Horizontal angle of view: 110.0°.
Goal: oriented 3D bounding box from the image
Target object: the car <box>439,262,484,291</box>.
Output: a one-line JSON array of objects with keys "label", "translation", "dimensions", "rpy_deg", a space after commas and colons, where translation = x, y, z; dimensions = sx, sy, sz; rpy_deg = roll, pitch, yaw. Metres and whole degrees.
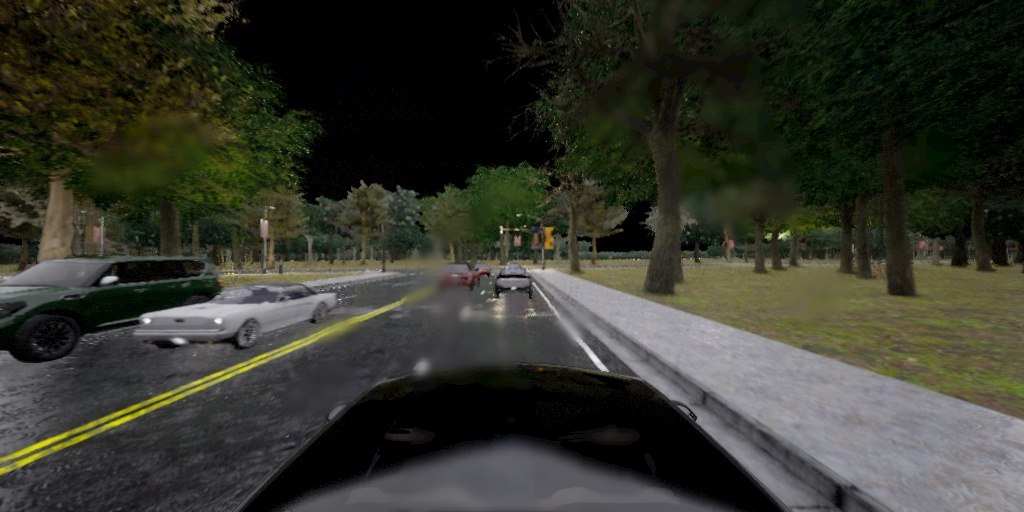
[{"label": "car", "translation": [-3.170, 1.166, 22.586], "dimensions": [2.097, 1.767, 4.553], "rpy_deg": [0, 0, 0]}]

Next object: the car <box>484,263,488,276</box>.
[{"label": "car", "translation": [-3.306, 1.407, 38.249], "dimensions": [1.994, 1.385, 4.181], "rpy_deg": [0, 0, -2]}]

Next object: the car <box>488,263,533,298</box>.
[{"label": "car", "translation": [0.080, 1.294, 18.849], "dimensions": [2.128, 1.511, 4.902], "rpy_deg": [0, 0, 0]}]

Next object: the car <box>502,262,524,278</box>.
[{"label": "car", "translation": [0.080, 1.385, 36.497], "dimensions": [2.033, 1.411, 5.357], "rpy_deg": [0, 0, 0]}]

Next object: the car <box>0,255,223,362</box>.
[{"label": "car", "translation": [-9.842, 1.001, 8.620], "dimensions": [2.150, 2.045, 5.566], "rpy_deg": [0, 0, 0]}]

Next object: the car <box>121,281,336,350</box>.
[{"label": "car", "translation": [-6.591, 1.381, 9.320], "dimensions": [1.895, 1.301, 4.718], "rpy_deg": [0, 0, 0]}]
